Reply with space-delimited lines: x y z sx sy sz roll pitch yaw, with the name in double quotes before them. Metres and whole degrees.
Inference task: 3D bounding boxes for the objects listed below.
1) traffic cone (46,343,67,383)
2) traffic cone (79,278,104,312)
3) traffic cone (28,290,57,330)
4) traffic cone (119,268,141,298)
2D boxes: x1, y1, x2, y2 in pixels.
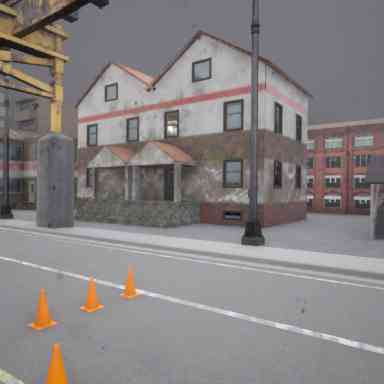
"traffic cone" -1.479 1.952 3.625 0.340 0.580 0.340 0 0 36
"traffic cone" -1.931 1.949 6.417 0.340 0.580 0.340 0 0 36
"traffic cone" -2.516 1.949 5.606 0.340 0.580 0.340 0 0 36
"traffic cone" -1.346 1.949 7.228 0.340 0.580 0.340 0 0 36
